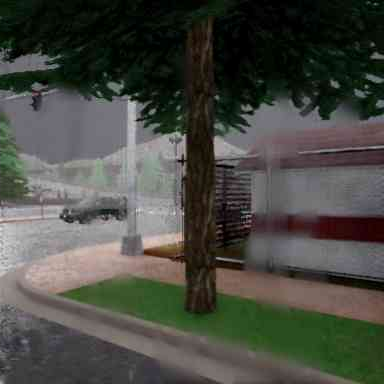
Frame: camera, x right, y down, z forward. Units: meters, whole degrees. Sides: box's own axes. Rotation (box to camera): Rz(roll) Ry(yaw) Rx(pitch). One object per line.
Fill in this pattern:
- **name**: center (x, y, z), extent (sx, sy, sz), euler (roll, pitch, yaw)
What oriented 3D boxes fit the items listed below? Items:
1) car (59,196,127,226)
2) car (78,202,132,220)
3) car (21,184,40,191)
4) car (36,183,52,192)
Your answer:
- **car**: center (-7.228, 1.339, 25.405), extent (2.150, 2.045, 5.566), euler (0, 0, 37)
- **car**: center (-7.874, 1.655, 30.379), extent (1.812, 1.442, 4.674), euler (0, 0, 37)
- **car**: center (-36.993, -0.596, 74.725), extent (4.892, 1.490, 1.837), euler (9, 5, 35)
- **car**: center (-34.934, -0.866, 77.555), extent (5.566, 2.045, 2.150), euler (9, 5, 35)
